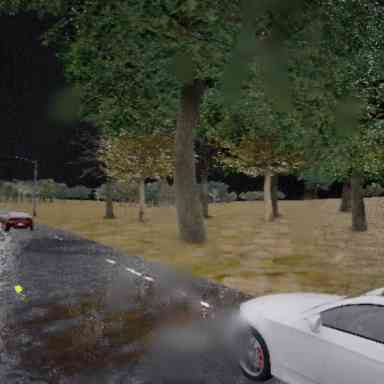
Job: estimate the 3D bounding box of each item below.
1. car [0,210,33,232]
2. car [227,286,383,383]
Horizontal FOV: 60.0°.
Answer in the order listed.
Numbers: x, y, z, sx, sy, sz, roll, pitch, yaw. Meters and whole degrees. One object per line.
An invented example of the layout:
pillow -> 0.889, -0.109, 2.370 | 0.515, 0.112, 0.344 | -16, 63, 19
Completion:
car -> -14.153, 2.326, 27.028 | 1.882, 1.535, 5.008 | 3, -3, -32
car -> 2.342, 1.729, 3.545 | 1.812, 1.442, 4.674 | 3, -3, -33
